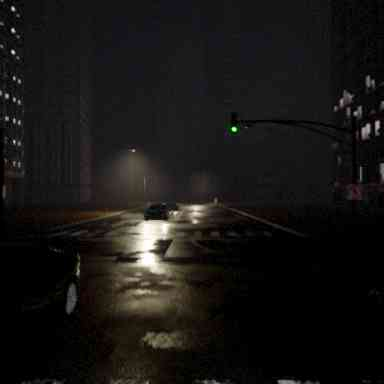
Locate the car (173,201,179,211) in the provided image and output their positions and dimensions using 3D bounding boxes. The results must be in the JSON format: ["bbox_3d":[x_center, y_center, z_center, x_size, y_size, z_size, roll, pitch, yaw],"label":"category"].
[{"bbox_3d":[-2.970,2.062,48.128,1.994,1.385,4.181,0,-1,0],"label":"car"}]

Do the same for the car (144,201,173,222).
[{"bbox_3d":[-3.073,1.818,29.934,1.882,1.535,5.008,0,0,0],"label":"car"}]

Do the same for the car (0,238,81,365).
[{"bbox_3d":[-3.213,1.547,4.839,1.882,1.535,5.008,0,-1,0],"label":"car"}]
